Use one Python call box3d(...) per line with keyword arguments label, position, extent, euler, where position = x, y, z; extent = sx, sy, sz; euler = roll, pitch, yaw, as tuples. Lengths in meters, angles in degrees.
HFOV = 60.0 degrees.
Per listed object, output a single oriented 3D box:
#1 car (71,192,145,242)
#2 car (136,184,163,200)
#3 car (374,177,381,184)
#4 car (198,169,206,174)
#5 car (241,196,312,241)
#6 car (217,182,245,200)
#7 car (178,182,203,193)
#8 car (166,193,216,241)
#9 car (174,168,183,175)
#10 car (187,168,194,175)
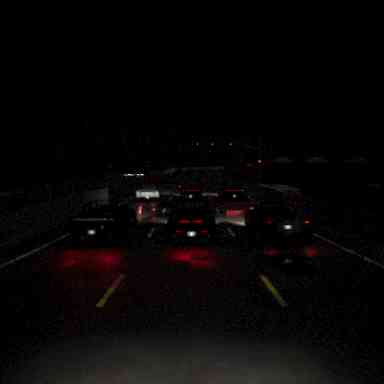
box3d(label="car", position=(-3.526, 1.049, 14.041), extent=(2.128, 1.511, 4.902), euler=(0, 3, 0))
box3d(label="car", position=(-3.609, -0.045, 29.017), extent=(1.895, 1.301, 4.718), euler=(0, 5, 0))
box3d(label="car", position=(29.274, -1.818, 48.404), extent=(4.902, 1.511, 2.128), euler=(0, 5, 1))
box3d(label="car", position=(3.034, -5.775, 93.440), extent=(1.882, 1.535, 5.008), euler=(0, 5, 0))
box3d(label="car", position=(3.473, 1.123, 14.086), extent=(1.994, 1.385, 4.181), euler=(0, 3, 0))
box3d(label="car", position=(3.391, -0.144, 29.017), extent=(1.837, 1.490, 4.892), euler=(0, 5, 0))
box3d(label="car", position=(-0.109, -0.142, 28.997), extent=(1.837, 1.490, 4.892), euler=(0, 5, 0))
box3d(label="car", position=(-0.026, 1.067, 14.062), extent=(1.837, 1.490, 4.892), euler=(0, 3, 0))
box3d(label="car", position=(-3.947, -5.444, 90.084), extent=(2.033, 1.411, 5.357), euler=(0, 5, 0))
box3d(label="car", position=(-0.447, -5.446, 90.103), extent=(2.033, 1.411, 5.357), euler=(0, 5, 0))
